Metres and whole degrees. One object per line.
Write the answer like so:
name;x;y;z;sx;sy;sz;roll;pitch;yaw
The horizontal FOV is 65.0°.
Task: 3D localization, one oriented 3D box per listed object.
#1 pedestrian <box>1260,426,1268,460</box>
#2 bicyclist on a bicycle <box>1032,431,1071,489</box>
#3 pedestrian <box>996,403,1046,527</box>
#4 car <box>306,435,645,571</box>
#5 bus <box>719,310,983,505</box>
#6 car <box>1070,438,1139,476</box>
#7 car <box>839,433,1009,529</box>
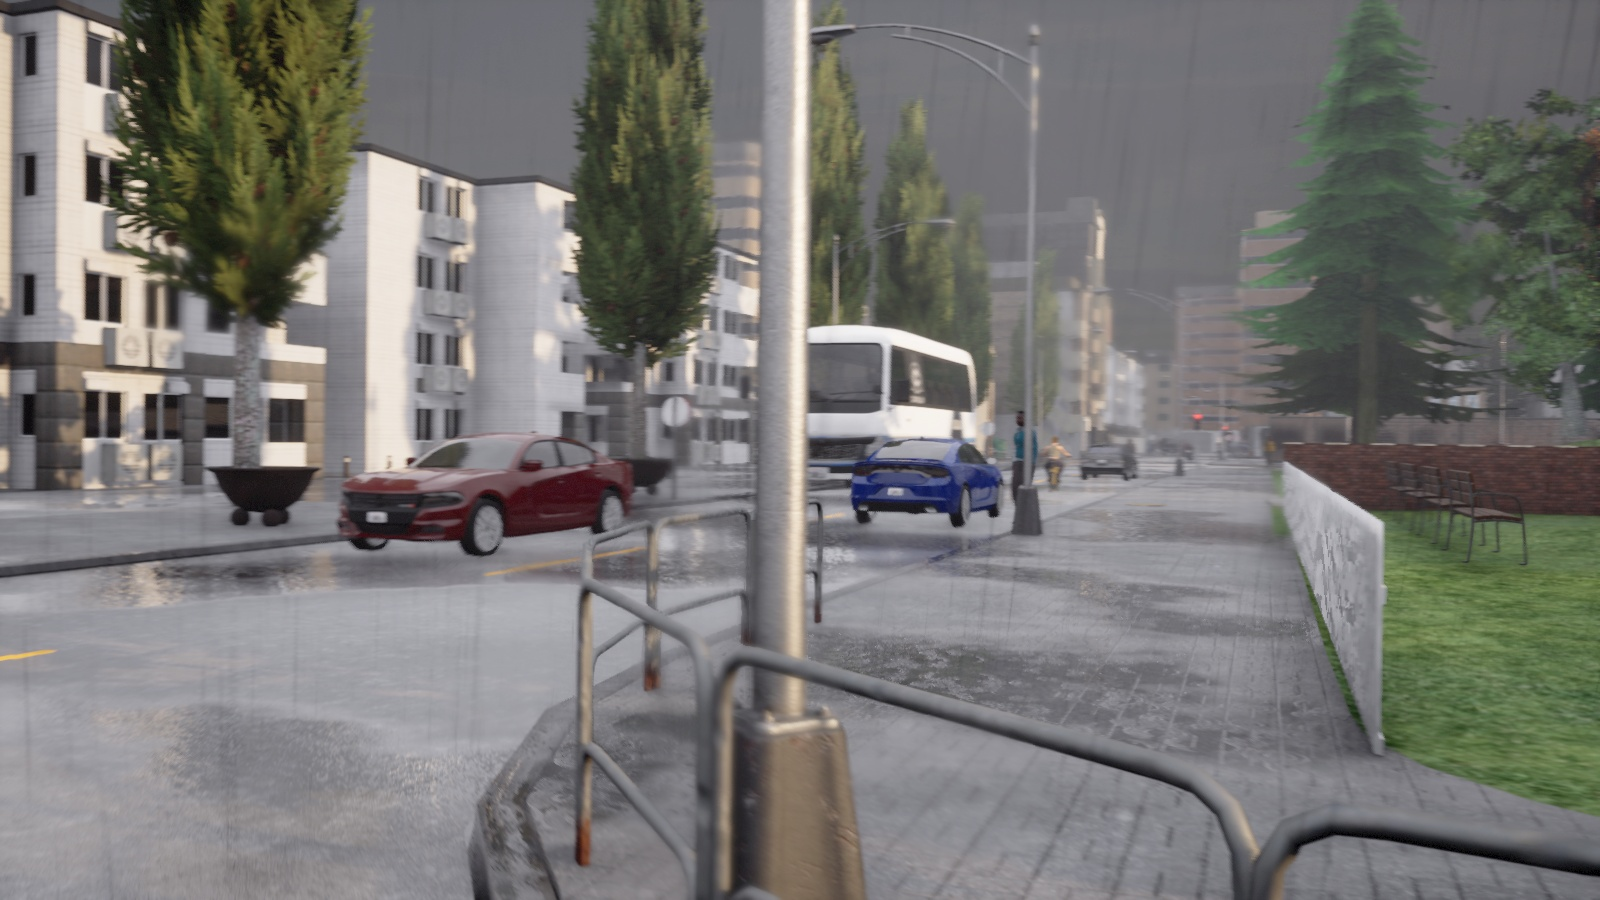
pedestrian;25.769;-0.388;69.725;0.431;1.840;0.709;0;1;22
bicyclist on a bicycle;7.265;0.274;36.241;0.866;1.612;1.509;0;1;20
pedestrian;3.491;0.228;19.846;0.692;1.930;0.396;-1;1;-33
car;-4.083;0.571;16.845;1.882;1.535;5.008;0;1;20
bus;1.784;-0.974;32.893;3.944;4.253;10.273;0;1;20
car;11.942;0.233;49.014;2.033;1.411;5.357;0;1;20
car;2.394;0.473;22.910;1.882;1.535;5.008;0;1;20
